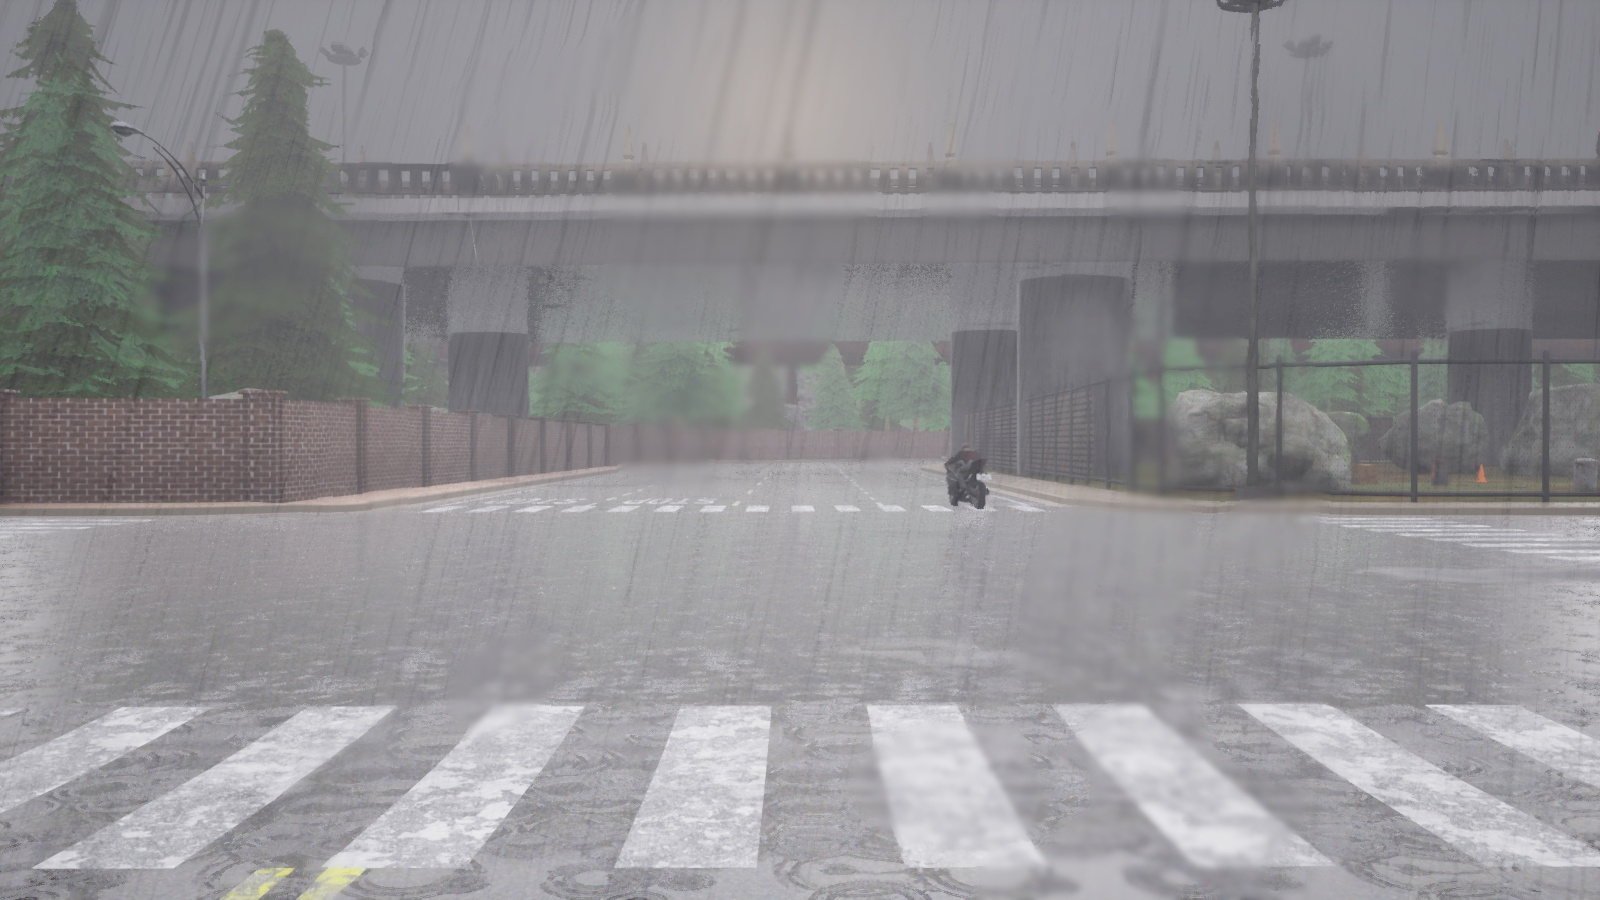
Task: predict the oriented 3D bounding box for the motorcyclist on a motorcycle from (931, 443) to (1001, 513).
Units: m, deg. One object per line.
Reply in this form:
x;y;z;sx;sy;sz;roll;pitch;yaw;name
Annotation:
3.818;0.621;29.053;0.866;1.530;2.191;1;0;-13;motorcyclist on a motorcycle
